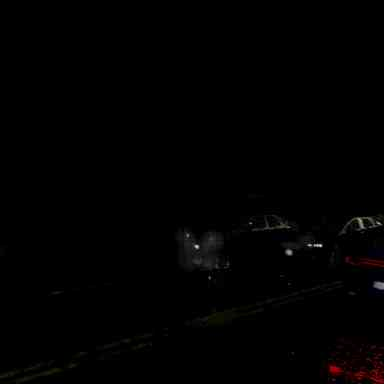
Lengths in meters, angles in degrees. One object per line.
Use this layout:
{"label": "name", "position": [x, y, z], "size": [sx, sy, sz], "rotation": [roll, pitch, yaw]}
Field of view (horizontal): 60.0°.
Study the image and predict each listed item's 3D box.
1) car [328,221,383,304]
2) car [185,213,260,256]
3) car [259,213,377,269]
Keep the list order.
{"label": "car", "position": [5.316, 1.490, 7.257], "size": [5.008, 1.535, 1.882], "rotation": [0, 0, -36]}
{"label": "car", "position": [2.336, 1.561, 13.367], "size": [5.357, 1.411, 2.033], "rotation": [0, 0, -36]}
{"label": "car", "position": [4.834, 1.507, 11.158], "size": [4.902, 1.511, 2.128], "rotation": [0, 0, -36]}
